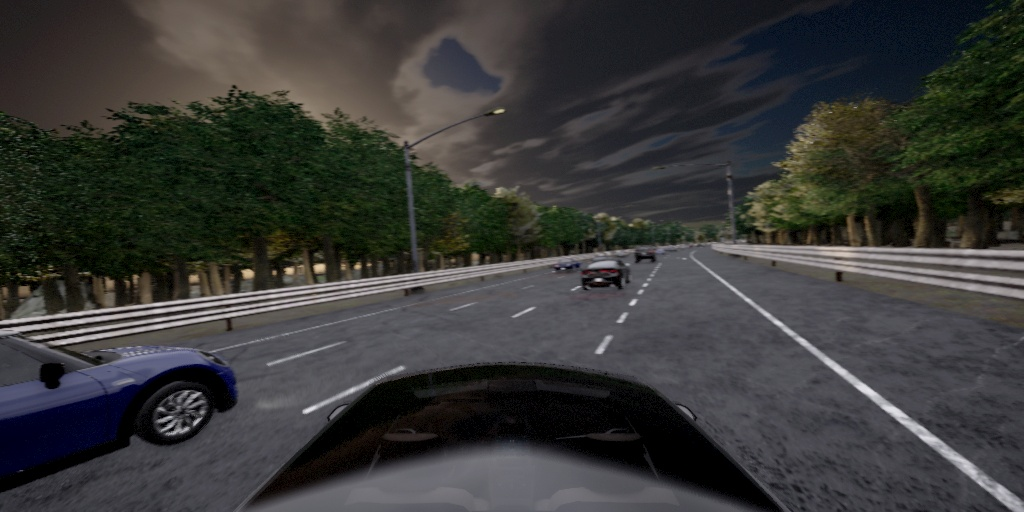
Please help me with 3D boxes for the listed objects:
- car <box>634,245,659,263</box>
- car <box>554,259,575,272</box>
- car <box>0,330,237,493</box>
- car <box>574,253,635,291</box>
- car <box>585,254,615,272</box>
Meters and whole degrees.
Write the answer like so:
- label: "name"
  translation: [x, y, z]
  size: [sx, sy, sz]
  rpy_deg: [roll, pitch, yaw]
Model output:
- label: "car"
  translation: [16.475, -0.268, 44.138]
  size: [2.150, 2.045, 5.566]
  rpy_deg: [-5, 0, 25]
- label: "car"
  translation: [6.006, 0.928, 37.882]
  size: [1.895, 1.301, 4.718]
  rpy_deg: [-4, 0, 24]
- label: "car"
  translation: [-5.654, 1.550, 3.599]
  size: [2.097, 1.767, 4.553]
  rpy_deg: [-5, 0, 24]
- label: "car"
  translation: [4.954, 0.861, 18.599]
  size: [1.882, 1.535, 5.008]
  rpy_deg: [-5, 0, 24]
- label: "car"
  translation: [8.762, 0.672, 35.508]
  size: [1.994, 1.385, 4.181]
  rpy_deg: [-5, 0, 24]
